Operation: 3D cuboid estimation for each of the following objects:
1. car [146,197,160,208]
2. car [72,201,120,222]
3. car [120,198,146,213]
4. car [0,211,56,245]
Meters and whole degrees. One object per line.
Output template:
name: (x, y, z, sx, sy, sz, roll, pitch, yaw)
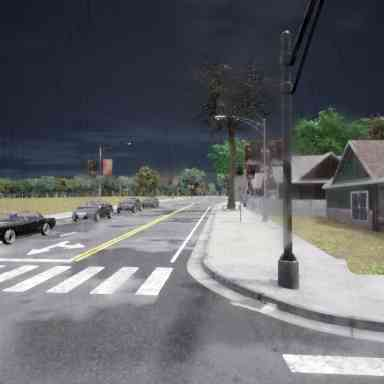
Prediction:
car: (-5.754, 1.410, 46.211, 1.837, 1.490, 4.892, 0, 0, 6)
car: (-7.571, 1.449, 25.785, 2.128, 1.511, 4.902, 0, 0, 5)
car: (-6.683, 1.430, 35.991, 1.837, 1.490, 4.892, 0, 0, 5)
car: (-8.444, 1.594, 15.733, 1.895, 1.301, 4.718, 0, 0, 5)
